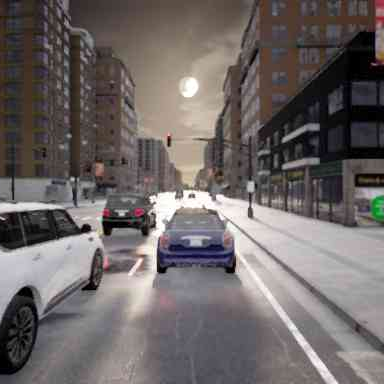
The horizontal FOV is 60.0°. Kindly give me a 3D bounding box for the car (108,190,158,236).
[{"bbox_3d":[-3.154,1.072,17.621,2.150,2.045,5.566,0,1,0],"label":"car"}]

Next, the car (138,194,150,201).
[{"bbox_3d":[-9.766,1.043,67.899,1.895,1.301,4.718,0,0,0],"label":"car"}]

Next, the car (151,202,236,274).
[{"bbox_3d":[0.098,1.262,10.439,2.097,1.767,4.553,0,0,0],"label":"car"}]

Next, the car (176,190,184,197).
[{"bbox_3d":[-3.272,0.388,90.545,2.150,2.045,5.566,0,0,0],"label":"car"}]

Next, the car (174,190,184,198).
[{"bbox_3d":[-3.268,0.892,80.096,2.033,1.411,5.357,0,0,0],"label":"car"}]

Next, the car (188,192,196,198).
[{"bbox_3d":[-0.018,0.874,80.511,1.812,1.442,4.674,0,0,0],"label":"car"}]

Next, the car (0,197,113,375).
[{"bbox_3d":[-3.152,1.162,5.666,2.150,2.045,5.566,0,-1,0],"label":"car"}]

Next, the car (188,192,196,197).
[{"bbox_3d":[-0.021,0.715,90.518,1.994,1.385,4.181,0,0,0],"label":"car"}]

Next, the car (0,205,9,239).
[{"bbox_3d":[-9.830,1.378,13.416,2.128,1.511,4.902,0,0,0],"label":"car"}]

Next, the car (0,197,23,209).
[{"bbox_3d":[-22.158,1.266,38.272,4.313,1.339,1.947,0,0,0],"label":"car"}]

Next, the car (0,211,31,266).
[{"bbox_3d":[-6.592,1.427,9.230,1.837,1.490,4.892,0,0,0],"label":"car"}]
